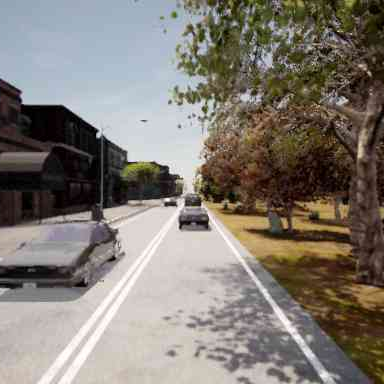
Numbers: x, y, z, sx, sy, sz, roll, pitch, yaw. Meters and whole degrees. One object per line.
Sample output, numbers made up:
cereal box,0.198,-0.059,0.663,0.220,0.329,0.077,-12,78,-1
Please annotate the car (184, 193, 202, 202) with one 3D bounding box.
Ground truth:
car,0.111,1.205,42.754,2.150,2.045,5.566,0,0,0

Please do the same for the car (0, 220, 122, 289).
car,-3.349,1.548,9.527,2.033,1.411,5.357,0,0,0

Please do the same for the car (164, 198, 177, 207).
car,-3.302,1.579,51.174,1.895,1.301,4.718,0,0,0

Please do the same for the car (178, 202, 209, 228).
car,0.105,1.597,22.013,1.895,1.301,4.718,0,0,0
